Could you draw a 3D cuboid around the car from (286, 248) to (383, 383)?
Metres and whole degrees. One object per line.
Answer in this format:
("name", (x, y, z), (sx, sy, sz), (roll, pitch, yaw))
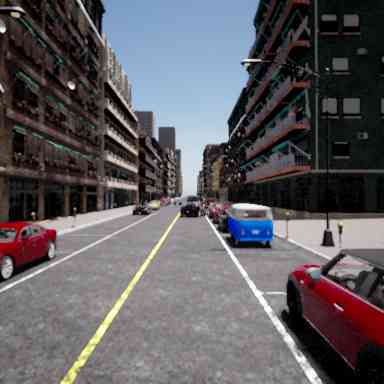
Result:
("car", (2.690, 1.485, 4.596), (1.967, 1.590, 4.097), (0, -1, 0))

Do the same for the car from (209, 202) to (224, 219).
("car", (2.680, 1.803, 27.140), (1.887, 1.381, 4.507), (0, -1, 0))

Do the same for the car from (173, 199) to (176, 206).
("car", (-3.033, 2.182, 71.016), (2.128, 1.511, 4.902), (0, -1, 0))

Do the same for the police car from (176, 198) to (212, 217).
("police car", (0.282, 1.759, 35.197), (1.930, 1.638, 5.238), (-1, -1, 16))

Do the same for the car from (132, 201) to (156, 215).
("car", (-5.706, 1.929, 38.411), (1.947, 1.339, 4.313), (0, -1, 0))

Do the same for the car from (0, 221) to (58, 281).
("car", (-5.694, 1.643, 10.230), (1.887, 1.381, 4.507), (0, -1, 0))

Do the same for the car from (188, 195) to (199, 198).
("car", (0.556, 1.700, 50.898), (2.150, 2.045, 5.566), (0, -1, -2))

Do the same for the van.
("van", (2.685, 1.493, 15.869), (1.690, 1.788, 3.998), (0, -1, 0))

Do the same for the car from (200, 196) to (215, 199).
("car", (2.671, 1.782, 49.686), (2.192, 1.841, 5.009), (0, -1, 0))

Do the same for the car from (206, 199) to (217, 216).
("car", (2.677, 1.751, 32.777), (1.967, 1.590, 4.097), (0, -1, 0))

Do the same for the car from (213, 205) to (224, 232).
("car", (2.681, 1.771, 21.503), (1.947, 1.339, 4.313), (0, -1, 0))

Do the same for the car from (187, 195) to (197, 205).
("car", (-0.032, 1.760, 71.319), (2.150, 2.045, 5.566), (0, -1, 0))

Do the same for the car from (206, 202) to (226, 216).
("car", (2.675, 1.914, 38.411), (2.008, 1.369, 4.403), (0, -1, 0))

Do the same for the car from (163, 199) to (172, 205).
("car", (-5.724, 2.303, 77.866), (1.802, 1.307, 4.206), (0, -1, 0))

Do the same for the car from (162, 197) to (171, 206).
("car", (-5.718, 2.060, 66.594), (1.967, 1.590, 4.097), (0, -1, 0))

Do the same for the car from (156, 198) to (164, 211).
("car", (-5.711, 1.990, 49.514), (1.752, 1.417, 4.829), (0, -1, 0))

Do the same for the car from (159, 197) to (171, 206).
("car", (-5.720, 1.986, 72.232), (2.192, 1.841, 5.009), (0, -1, 0))
